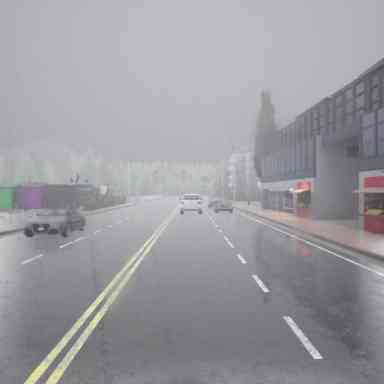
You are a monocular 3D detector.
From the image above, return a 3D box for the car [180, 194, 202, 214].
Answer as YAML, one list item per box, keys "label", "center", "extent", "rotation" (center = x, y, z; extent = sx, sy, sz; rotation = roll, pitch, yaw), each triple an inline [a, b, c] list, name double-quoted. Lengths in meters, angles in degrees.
- label: "car"
  center: [-0.086, 1.221, 34.877]
  extent: [2.150, 2.045, 5.566]
  rotation: [0, 0, 0]

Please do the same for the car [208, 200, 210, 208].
- label: "car"
  center: [3.299, 1.526, 46.806]
  extent: [1.812, 1.442, 4.674]
  rotation: [0, 0, 0]

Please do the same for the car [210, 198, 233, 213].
- label: "car"
  center: [3.380, 1.547, 36.629]
  extent: [2.033, 1.411, 5.357]
  rotation: [0, 0, 0]

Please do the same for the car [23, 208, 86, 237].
- label: "car"
  center: [-7.181, 1.564, 17.798]
  extent: [1.994, 1.385, 4.181]
  rotation: [0, 0, 0]
